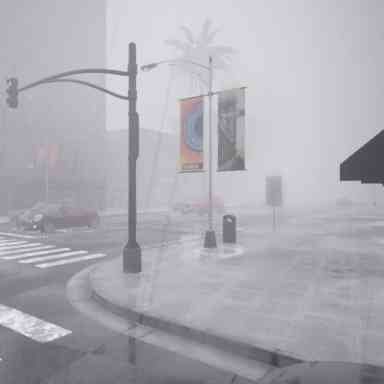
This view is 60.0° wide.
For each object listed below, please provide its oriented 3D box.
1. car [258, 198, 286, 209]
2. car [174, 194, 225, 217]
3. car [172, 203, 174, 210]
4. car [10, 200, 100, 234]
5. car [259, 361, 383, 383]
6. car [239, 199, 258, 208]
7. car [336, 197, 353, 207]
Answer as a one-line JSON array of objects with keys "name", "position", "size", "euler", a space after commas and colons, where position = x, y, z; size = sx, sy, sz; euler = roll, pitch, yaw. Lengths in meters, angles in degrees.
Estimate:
[{"name": "car", "position": [11.517, 1.435, 46.824], "size": [2.097, 1.767, 4.553], "euler": [0, 0, 36]}, {"name": "car", "position": [1.112, 1.266, 32.174], "size": [2.150, 2.045, 5.566], "euler": [0, 0, 35]}, {"name": "car", "position": [0.159, 1.269, 36.464], "size": [2.150, 2.045, 5.566], "euler": [0, -1, 35]}, {"name": "car", "position": [-7.738, 1.368, 19.623], "size": [2.097, 1.767, 4.553], "euler": [0, 0, 35]}, {"name": "car", "position": [2.166, 1.551, 1.301], "size": [4.403, 1.369, 2.008], "euler": [0, 0, 36]}, {"name": "car", "position": [8.553, 1.678, 48.265], "size": [1.895, 1.301, 4.718], "euler": [0, 0, 36]}, {"name": "car", "position": [24.754, 1.621, 54.046], "size": [2.128, 1.511, 4.902], "euler": [0, 0, 35]}]
